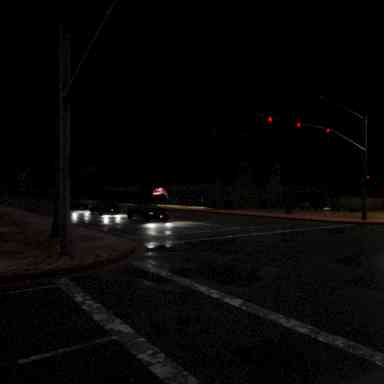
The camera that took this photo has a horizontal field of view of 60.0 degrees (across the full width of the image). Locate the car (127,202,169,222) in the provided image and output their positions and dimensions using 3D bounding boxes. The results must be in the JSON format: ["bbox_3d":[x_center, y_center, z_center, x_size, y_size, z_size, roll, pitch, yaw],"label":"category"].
[{"bbox_3d":[-3.637,1.526,26.450,1.812,1.442,4.674,0,0,-36],"label":"car"}]

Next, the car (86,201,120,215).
[{"bbox_3d":[-8.863,1.564,33.770,1.994,1.385,4.181,0,0,-35],"label":"car"}]

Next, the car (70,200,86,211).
[{"bbox_3d":[-14.697,1.601,41.981,1.895,1.301,4.718,0,0,-35],"label":"car"}]
